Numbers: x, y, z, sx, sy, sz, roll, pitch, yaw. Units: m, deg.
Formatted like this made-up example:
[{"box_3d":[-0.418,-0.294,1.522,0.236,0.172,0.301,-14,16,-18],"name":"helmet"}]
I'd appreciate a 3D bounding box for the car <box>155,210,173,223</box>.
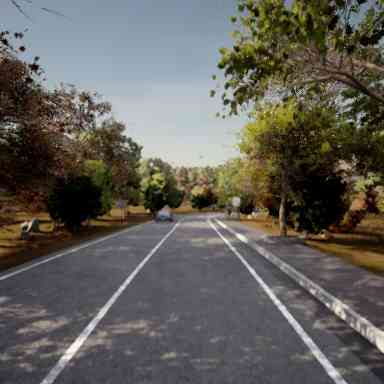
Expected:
[{"box_3d":[-3.245,2.883,39.758,1.812,1.442,4.674,0,-2,1],"name":"car"}]
